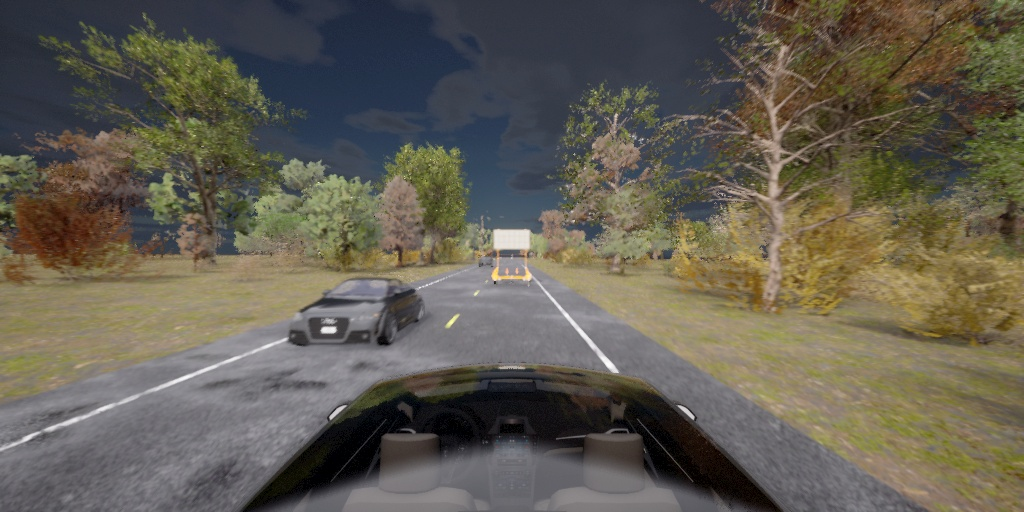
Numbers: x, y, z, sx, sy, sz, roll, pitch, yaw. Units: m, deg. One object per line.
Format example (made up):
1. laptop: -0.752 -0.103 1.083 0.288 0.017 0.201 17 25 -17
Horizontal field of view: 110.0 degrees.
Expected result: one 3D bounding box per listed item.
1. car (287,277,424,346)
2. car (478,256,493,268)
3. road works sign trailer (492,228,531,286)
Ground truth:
1. car: -3.599 1.242 9.028 1.994 1.385 4.181 0 1 0
2. car: -3.576 0.823 49.595 1.837 1.490 4.892 0 0 0
3. road works sign trailer: -0.002 0.013 22.696 2.380 3.560 2.880 0 0 0
